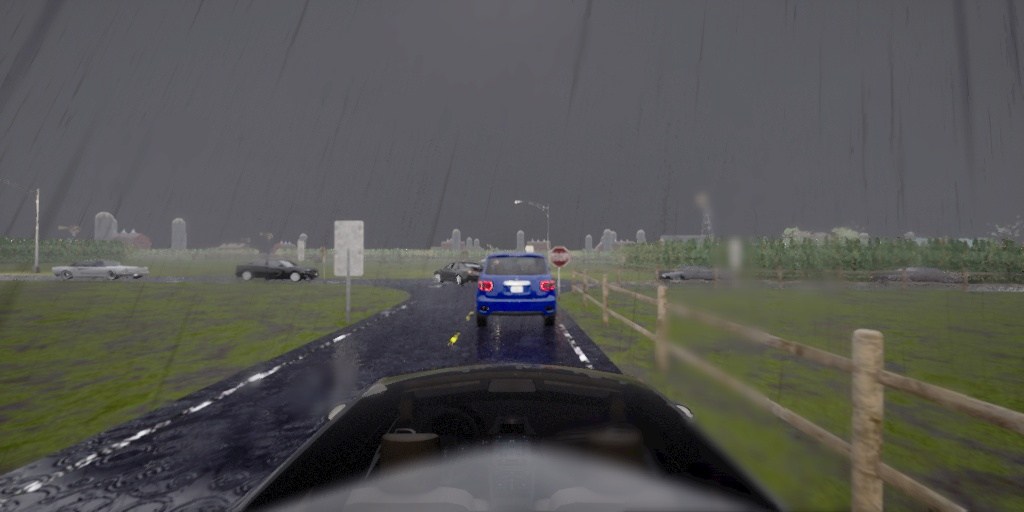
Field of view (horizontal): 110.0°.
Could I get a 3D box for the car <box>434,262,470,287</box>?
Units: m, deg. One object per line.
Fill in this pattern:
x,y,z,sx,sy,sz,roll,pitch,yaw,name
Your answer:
-3.324,1.104,23.183,1.837,1.490,4.892,1,-1,-37,car

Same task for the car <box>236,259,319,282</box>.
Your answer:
-15.750,0.946,24.261,5.008,1.535,1.882,1,-1,-1,car

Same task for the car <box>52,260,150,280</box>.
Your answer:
-27.679,0.943,24.272,4.718,1.301,1.895,1,-1,-1,car

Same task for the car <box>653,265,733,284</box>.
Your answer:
13.621,1.375,27.062,5.357,1.411,2.033,1,-1,-1,car

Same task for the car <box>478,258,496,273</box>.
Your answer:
-2.841,1.064,41.561,1.837,1.490,4.892,0,0,0,car

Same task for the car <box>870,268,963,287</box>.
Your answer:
30.406,1.576,27.022,5.357,1.411,2.033,1,-1,0,car

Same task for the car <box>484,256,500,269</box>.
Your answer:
-2.820,0.858,51.487,2.097,1.767,4.553,0,0,0,car

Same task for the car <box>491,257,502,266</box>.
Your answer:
-2.764,0.908,64.729,1.882,1.535,5.008,0,0,0,car

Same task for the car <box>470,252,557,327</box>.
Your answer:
0.074,0.924,11.484,2.150,2.045,5.566,0,0,-1,car
